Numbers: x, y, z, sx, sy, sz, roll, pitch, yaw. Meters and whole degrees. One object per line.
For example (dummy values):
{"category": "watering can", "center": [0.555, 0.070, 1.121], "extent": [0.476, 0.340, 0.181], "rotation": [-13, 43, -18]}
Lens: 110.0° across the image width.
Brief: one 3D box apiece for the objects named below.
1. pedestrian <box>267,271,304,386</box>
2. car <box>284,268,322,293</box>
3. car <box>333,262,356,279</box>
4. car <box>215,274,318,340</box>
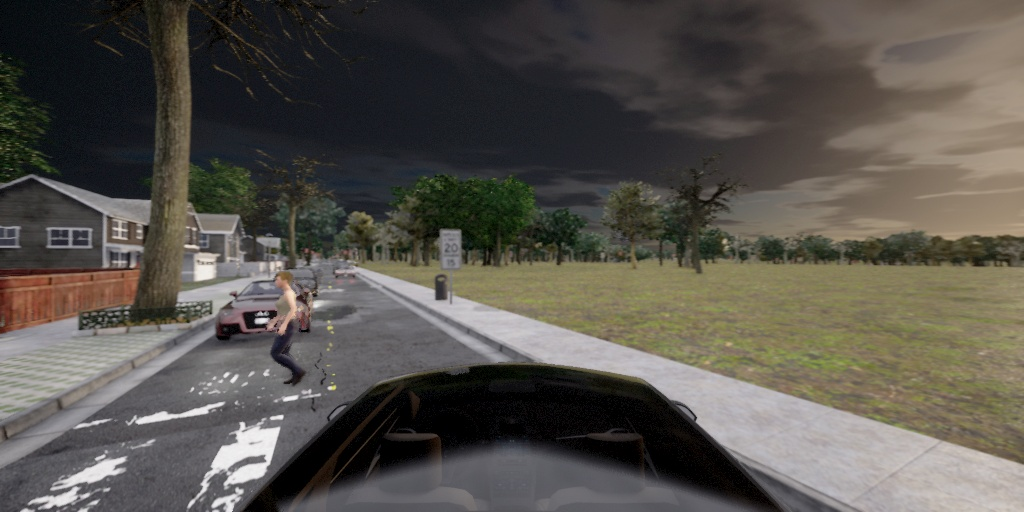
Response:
{"category": "pedestrian", "center": [-3.552, 1.089, 5.640], "extent": [0.375, 1.860, 0.375], "rotation": [1, -2, -27]}
{"category": "car", "center": [-11.518, 1.418, 19.445], "extent": [1.837, 1.490, 4.892], "rotation": [0, 0, -27]}
{"category": "car", "center": [-17.406, 1.638, 37.402], "extent": [1.895, 1.301, 4.718], "rotation": [0, 0, -26]}
{"category": "car", "center": [-6.952, 1.404, 10.451], "extent": [1.994, 1.385, 4.181], "rotation": [0, 0, -27]}
